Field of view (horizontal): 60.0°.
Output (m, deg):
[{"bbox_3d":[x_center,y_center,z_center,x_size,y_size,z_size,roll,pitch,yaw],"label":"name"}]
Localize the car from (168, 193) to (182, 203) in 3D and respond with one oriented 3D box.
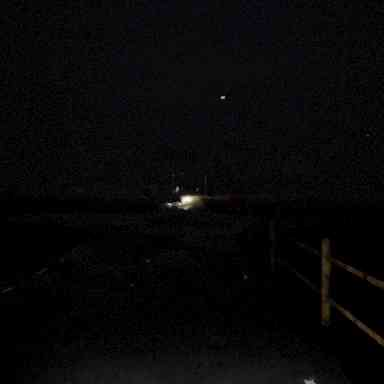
[{"bbox_3d":[-2.741,0.896,54.533,2.097,1.767,4.553,0,0,0],"label":"car"}]
